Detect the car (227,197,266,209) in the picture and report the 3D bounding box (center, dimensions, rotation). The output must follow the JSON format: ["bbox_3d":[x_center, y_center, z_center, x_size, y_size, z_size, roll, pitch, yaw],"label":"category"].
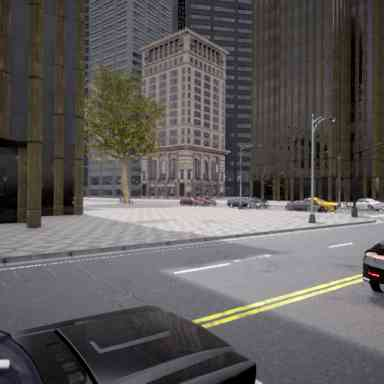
[{"bbox_3d":[6.656,1.440,42.986,2.128,1.511,4.902,1,0,-40],"label":"car"}]

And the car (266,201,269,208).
[{"bbox_3d":[8.415,1.471,45.946,2.128,1.511,4.902,1,0,-40],"label":"car"}]

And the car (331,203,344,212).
[{"bbox_3d":[14.395,1.458,38.573,1.882,1.535,5.008,1,0,-38],"label":"car"}]

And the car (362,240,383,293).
[{"bbox_3d":[5.816,1.490,7.585,4.902,1.511,2.128,0,0,-35],"label":"car"}]

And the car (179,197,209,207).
[{"bbox_3d":[-0.027,1.471,50.839,1.812,1.442,4.674,1,0,-41],"label":"car"}]

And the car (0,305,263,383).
[{"bbox_3d":[-1.706,1.601,2.224,4.718,1.301,1.895,0,0,-36],"label":"car"}]

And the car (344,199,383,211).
[{"bbox_3d":[21.071,1.571,40.937,1.812,1.442,4.674,1,0,-38],"label":"car"}]

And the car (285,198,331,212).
[{"bbox_3d":[12.245,1.512,36.038,1.994,1.385,4.181,1,0,-39],"label":"car"}]

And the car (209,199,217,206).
[{"bbox_3d":[1.914,1.503,53.541,1.812,1.442,4.674,1,0,-41],"label":"car"}]
